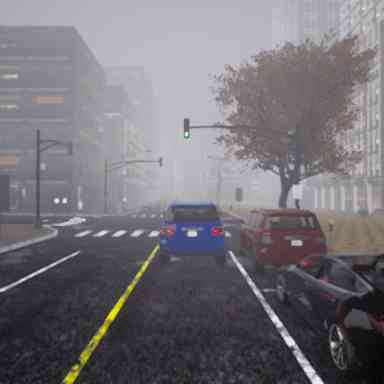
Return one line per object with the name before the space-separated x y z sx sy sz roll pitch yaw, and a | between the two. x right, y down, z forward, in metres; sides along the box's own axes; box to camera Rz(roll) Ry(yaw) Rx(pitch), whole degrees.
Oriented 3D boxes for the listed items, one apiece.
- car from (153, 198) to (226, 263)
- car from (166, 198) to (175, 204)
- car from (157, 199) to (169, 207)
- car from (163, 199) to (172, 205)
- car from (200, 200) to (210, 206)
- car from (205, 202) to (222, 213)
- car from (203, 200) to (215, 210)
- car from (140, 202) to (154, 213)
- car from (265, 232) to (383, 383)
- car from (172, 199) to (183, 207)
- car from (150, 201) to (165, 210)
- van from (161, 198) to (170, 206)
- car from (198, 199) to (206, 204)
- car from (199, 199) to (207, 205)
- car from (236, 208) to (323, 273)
car | 0.024 1.350 12.594 2.150 2.045 5.566 0 0 0
car | -5.618 2.370 87.620 1.967 1.590 4.097 0 -1 0
car | -5.636 2.122 65.490 1.967 1.590 4.097 0 -1 0
car | -5.627 2.387 76.553 1.802 1.307 4.206 0 -1 0
car | 2.749 2.325 71.013 1.802 1.307 4.206 0 -1 0
car | 2.727 1.985 43.352 1.887 1.381 4.507 0 -1 0
car | 2.736 2.086 54.588 1.752 1.417 4.829 0 -1 0
car | -5.653 1.991 43.359 2.008 1.369 4.403 0 -1 0
car | 2.697 1.621 5.443 1.947 1.339 4.313 0 -1 0
car | -2.947 2.183 67.640 1.882 1.535 5.008 0 -1 0
car | -5.645 2.110 54.425 2.008 1.369 4.403 0 -1 0
van | -5.631 2.084 71.024 1.690 1.788 3.998 0 -1 0
car | 2.766 2.538 93.144 1.887 1.381 4.507 0 -1 0
car | 2.758 2.394 82.249 1.752 1.417 4.829 0 -1 0
car | 2.702 1.424 10.968 2.192 1.841 5.009 0 -1 0
